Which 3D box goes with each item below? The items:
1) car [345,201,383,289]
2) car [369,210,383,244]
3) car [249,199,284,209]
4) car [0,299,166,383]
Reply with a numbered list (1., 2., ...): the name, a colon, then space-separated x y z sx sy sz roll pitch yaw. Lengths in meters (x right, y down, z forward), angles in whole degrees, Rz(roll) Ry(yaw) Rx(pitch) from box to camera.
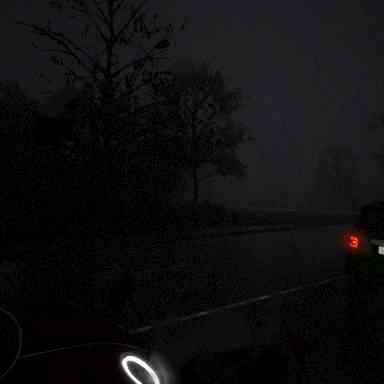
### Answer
1. car: 5.919 1.221 7.882 5.566 2.045 2.150 0 0 -35
2. car: 10.799 1.547 15.771 5.357 1.411 2.033 0 0 -34
3. car: 10.052 1.629 45.407 1.895 1.301 4.718 0 0 -43
4. car: -2.354 1.352 2.029 4.553 1.767 2.097 0 0 -36
